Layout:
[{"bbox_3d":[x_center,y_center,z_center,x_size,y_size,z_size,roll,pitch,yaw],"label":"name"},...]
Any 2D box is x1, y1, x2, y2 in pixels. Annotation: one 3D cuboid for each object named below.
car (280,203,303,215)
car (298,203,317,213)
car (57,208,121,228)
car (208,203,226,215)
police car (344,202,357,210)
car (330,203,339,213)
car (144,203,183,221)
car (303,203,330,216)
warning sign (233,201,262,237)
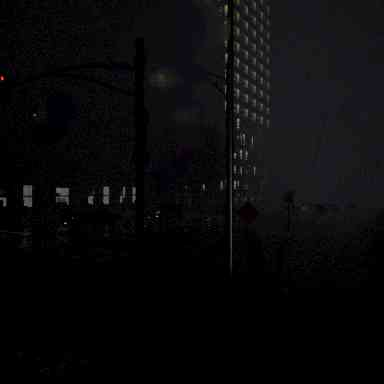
[{"bbox_3d":[13.919,2.459,46.590,1.895,1.301,4.718,0,-1,33],"label":"car"},{"bbox_3d":[19.106,2.534,54.750,1.837,1.490,4.892,0,-1,33],"label":"car"},{"bbox_3d":[-7.712,1.921,25.252,1.895,1.301,4.718,0,-1,33],"label":"car"},{"bbox_3d":[3.873,2.229,43.246,1.812,1.442,4.674,0,-1,33],"label":"car"},{"bbox_3d":[31.466,2.739,65.857,1.930,1.638,5.238,0,-1,33],"label":"police car"},{"bbox_3d":[22.503,2.529,53.853,1.882,1.535,5.008,0,-1,33],"label":"car"},{"bbox_3d":[-2.795,1.835,32.894,2.097,1.767,4.553,0,-1,33],"label":"car"},{"bbox_3d":[16.973,2.376,45.239,1.837,1.490,4.892,0,-1,33],"label":"car"},{"bbox_3d":[3.104,1.454,18.559,1.300,1.860,1.060,1,1,33],"label":"warning sign"}]
